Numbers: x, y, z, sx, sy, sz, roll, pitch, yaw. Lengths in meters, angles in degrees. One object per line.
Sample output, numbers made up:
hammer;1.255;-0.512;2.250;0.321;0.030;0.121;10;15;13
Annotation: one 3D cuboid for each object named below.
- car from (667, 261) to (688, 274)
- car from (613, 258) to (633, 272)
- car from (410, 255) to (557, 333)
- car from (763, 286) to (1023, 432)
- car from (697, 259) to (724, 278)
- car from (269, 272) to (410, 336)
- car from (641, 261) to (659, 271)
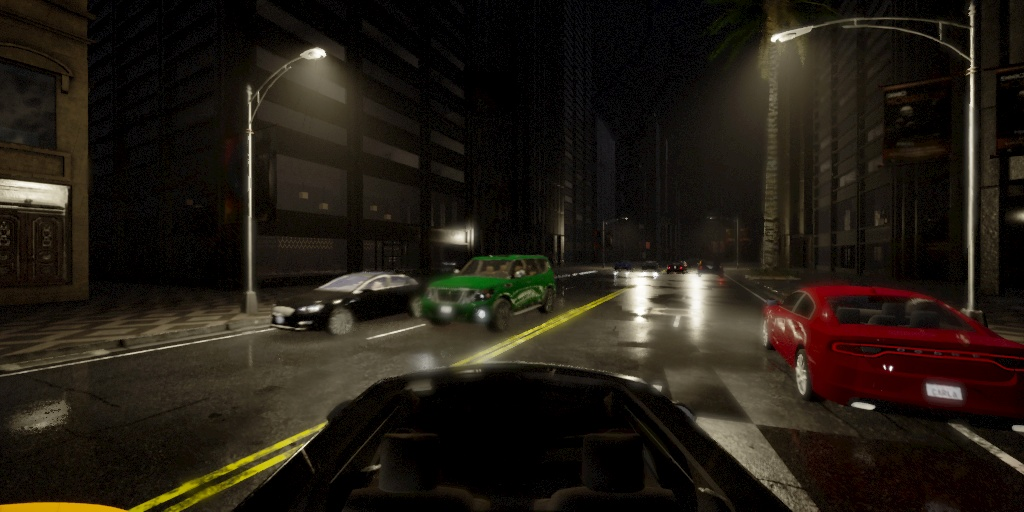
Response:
car;18.647;1.315;40.733;2.033;1.411;5.357;0;0;27
car;15.021;1.297;48.326;1.812;1.442;4.674;0;0;27
car;-0.366;0.971;11.318;2.150;2.045;5.566;0;0;27
car;5.513;1.228;5.834;1.882;1.535;5.008;0;0;27
car;19.287;1.116;34.911;2.097;1.767;4.553;0;0;27
car;-4.364;1.241;10.652;2.128;1.511;4.902;0;0;27
car;18.600;1.374;48.176;1.895;1.301;4.718;0;0;27
